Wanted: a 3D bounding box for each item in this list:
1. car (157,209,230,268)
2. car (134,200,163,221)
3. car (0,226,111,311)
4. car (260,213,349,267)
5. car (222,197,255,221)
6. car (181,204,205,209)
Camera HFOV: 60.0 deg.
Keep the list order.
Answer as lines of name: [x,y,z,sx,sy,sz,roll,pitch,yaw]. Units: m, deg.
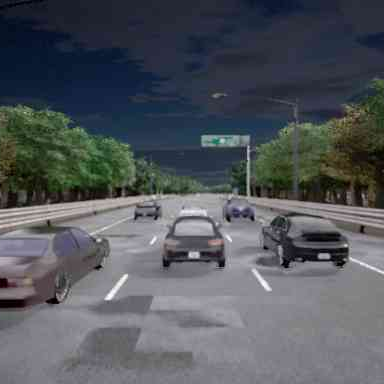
car: [0.068,1.492,11.011,1.812,1.442,4.674,0,0,0]
car: [-3.423,1.419,26.683,2.128,1.511,4.902,0,0,0]
car: [-3.453,1.523,7.969,2.033,1.411,5.357,0,0,1]
car: [3.566,1.468,11.259,1.837,1.490,4.892,0,0,1]
car: [3.575,1.278,26.390,2.097,1.767,4.553,0,0,0]
car: [0.068,1.531,25.260,1.895,1.301,4.718,0,0,0]
